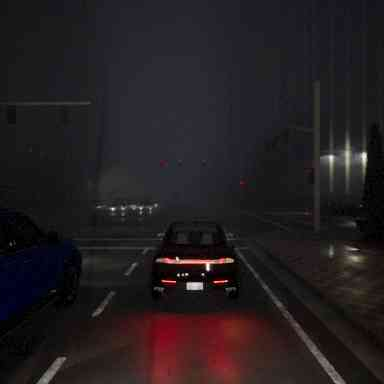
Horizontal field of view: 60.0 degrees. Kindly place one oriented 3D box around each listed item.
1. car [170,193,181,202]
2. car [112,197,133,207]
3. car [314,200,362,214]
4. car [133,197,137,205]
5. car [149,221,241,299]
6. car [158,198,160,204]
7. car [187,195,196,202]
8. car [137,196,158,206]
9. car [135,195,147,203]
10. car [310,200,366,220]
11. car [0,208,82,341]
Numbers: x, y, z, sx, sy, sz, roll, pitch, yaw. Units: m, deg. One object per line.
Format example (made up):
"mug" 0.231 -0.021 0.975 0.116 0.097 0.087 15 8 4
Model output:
"car" -3.613 1.225 73.496 2.150 2.045 5.566 0 0 0
"car" -10.687 1.526 50.207 1.812 1.442 4.674 0 0 0
"car" 15.232 1.564 34.882 4.181 1.385 1.994 0 0 -1
"car" -10.674 1.601 59.316 1.895 1.301 4.718 0 0 0
"car" 0.078 1.492 8.454 2.128 1.511 4.902 0 0 1
"car" -7.168 1.564 62.884 1.994 1.385 4.181 0 0 0
"car" -0.133 1.429 75.500 1.837 1.490 4.892 0 0 0
"car" -7.182 1.505 53.975 1.837 1.490 4.892 0 0 0
"car" -10.623 1.477 69.758 1.882 1.535 5.008 0 0 0
"car" 12.328 1.491 27.646 4.902 1.511 2.128 0 0 -1
"car" -3.451 1.221 4.822 2.150 2.045 5.566 0 0 1
